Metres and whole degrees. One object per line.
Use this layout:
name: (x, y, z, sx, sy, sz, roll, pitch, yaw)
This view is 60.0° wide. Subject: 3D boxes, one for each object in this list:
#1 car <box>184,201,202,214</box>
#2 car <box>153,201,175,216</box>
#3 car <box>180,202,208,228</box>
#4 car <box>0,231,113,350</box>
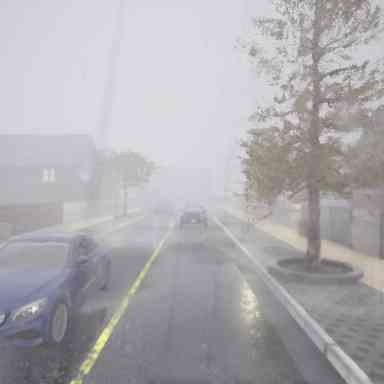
car: (0.121, 1.800, 38.741, 1.895, 1.301, 4.718, 0, 0, 0)
car: (-2.813, 1.676, 34.589, 1.837, 1.490, 4.892, 0, 0, 0)
car: (0.109, 1.628, 23.179, 1.812, 1.442, 4.674, 0, 0, 0)
car: (-2.834, 1.550, 6.473, 1.812, 1.442, 4.674, 0, 0, 0)
